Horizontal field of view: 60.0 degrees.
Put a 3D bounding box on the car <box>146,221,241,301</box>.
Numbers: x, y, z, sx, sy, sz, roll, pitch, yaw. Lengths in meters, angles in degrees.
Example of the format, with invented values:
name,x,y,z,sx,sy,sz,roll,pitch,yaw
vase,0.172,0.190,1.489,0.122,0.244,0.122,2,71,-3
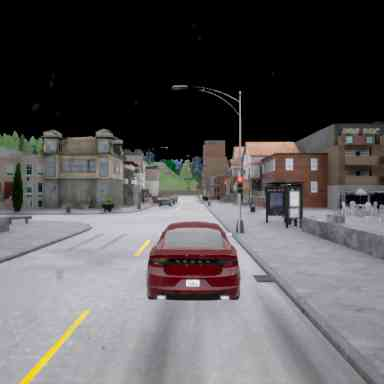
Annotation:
name,x,y,z,sx,sy,sz,roll,pitch,yaw
car,0.049,1.478,8.416,1.882,1.535,5.008,0,0,1

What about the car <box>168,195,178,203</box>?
name,x,y,z,sx,sy,sz,roll,pitch,yaw
car,-4.011,1.500,71.661,1.837,1.490,4.892,0,0,0

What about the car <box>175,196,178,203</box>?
name,x,y,z,sx,sy,sz,roll,pitch,yaw
car,-4.069,1.601,61.293,1.895,1.301,4.718,0,0,0

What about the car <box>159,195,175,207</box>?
name,x,y,z,sx,sy,sz,roll,pitch,yaw
car,-4.108,1.505,51.988,1.837,1.490,4.892,0,0,0
